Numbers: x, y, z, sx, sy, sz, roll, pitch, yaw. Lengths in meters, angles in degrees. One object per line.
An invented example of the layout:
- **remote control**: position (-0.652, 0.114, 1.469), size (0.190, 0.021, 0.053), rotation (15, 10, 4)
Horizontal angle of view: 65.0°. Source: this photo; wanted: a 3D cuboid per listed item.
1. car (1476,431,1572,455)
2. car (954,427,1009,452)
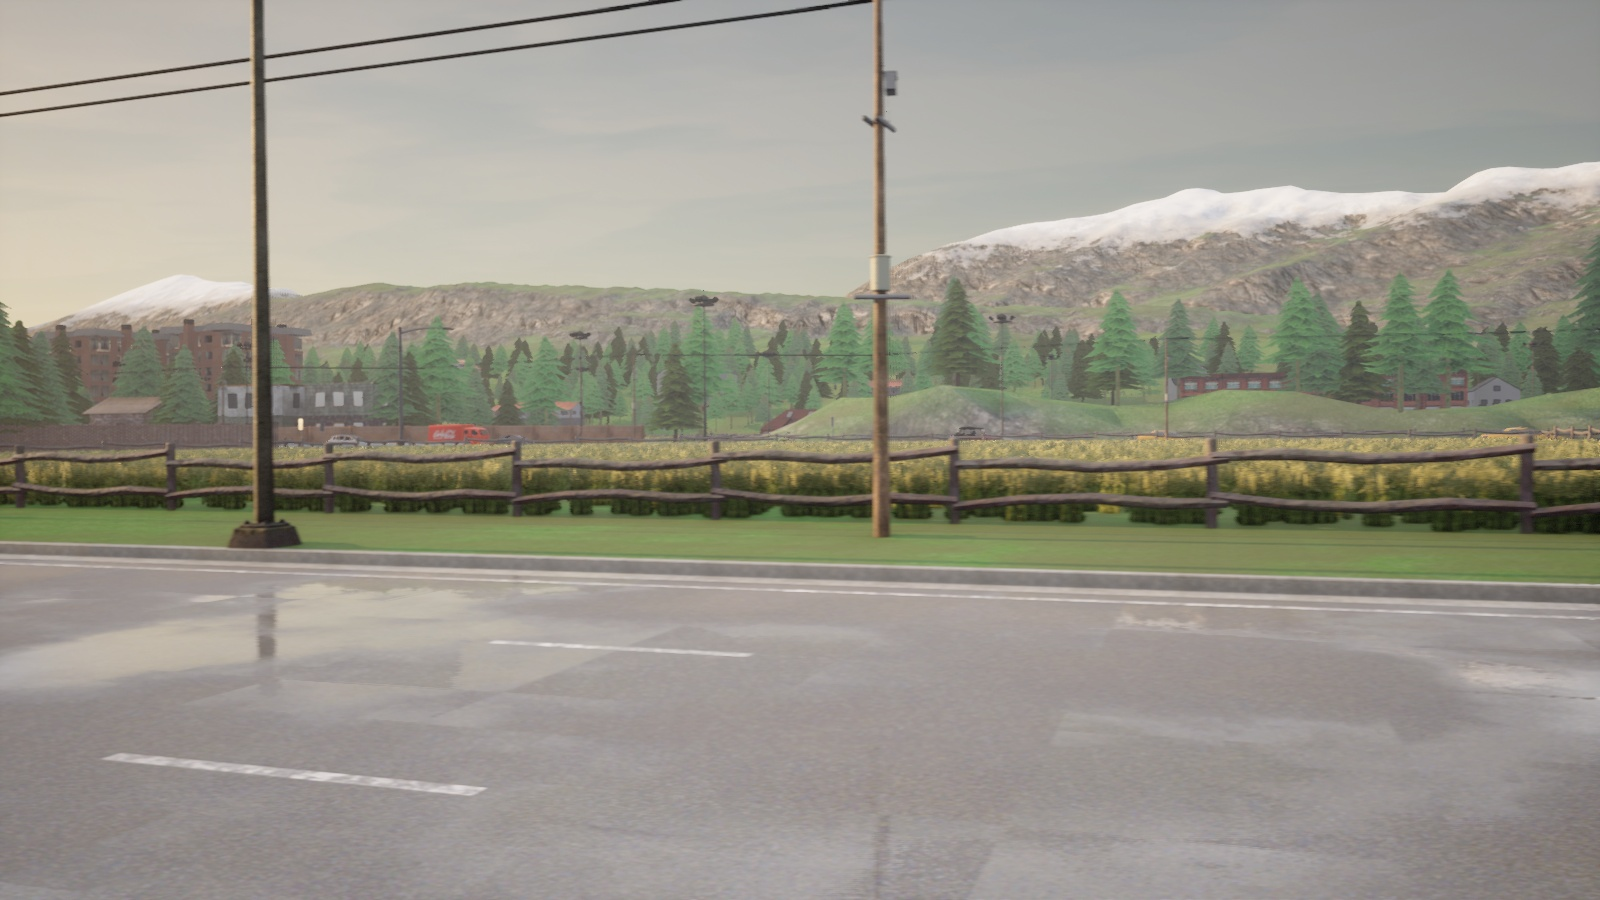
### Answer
- **car**: position (48.975, -0.491, 85.030), size (5.366, 1.575, 1.801), rotation (0, 1, 18)
- **car**: position (13.986, -0.797, 96.618), size (3.866, 1.878, 1.905), rotation (0, 1, 18)
